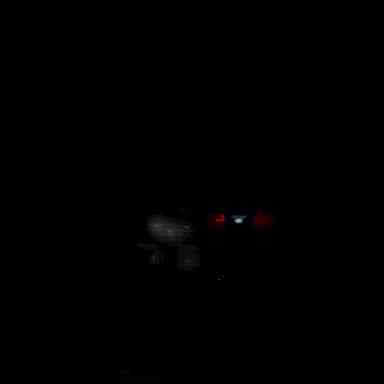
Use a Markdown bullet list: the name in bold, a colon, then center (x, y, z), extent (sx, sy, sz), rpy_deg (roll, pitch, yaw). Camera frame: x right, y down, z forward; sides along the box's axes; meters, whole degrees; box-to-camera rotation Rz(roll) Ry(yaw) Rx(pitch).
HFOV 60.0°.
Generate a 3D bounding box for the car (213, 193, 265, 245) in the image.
- **car**: center (2.251, 1.245, 15.961), extent (2.150, 2.045, 5.566), rpy_deg (0, 0, 8)

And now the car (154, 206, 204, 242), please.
- **car**: center (-0.516, 1.496, 16.593), extent (1.837, 1.490, 4.892), rpy_deg (1, 0, 9)
